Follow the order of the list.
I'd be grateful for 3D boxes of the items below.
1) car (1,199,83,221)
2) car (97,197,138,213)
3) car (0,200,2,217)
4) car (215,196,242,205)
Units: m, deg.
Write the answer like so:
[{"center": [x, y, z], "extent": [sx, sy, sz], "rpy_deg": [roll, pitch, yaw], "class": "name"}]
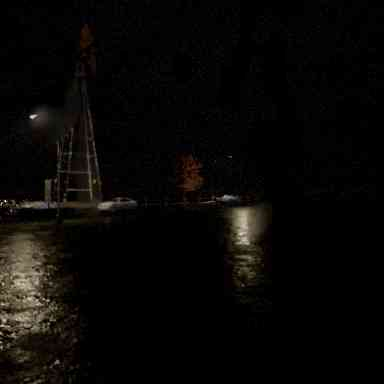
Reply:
[{"center": [-11.257, 1.404, 25.727], "extent": [2.033, 1.411, 5.357], "rpy_deg": [1, 1, 41], "class": "car"}, {"center": [-7.697, 1.305, 34.863], "extent": [1.812, 1.442, 4.674], "rpy_deg": [1, 1, 37], "class": "car"}, {"center": [-14.457, 1.320, 26.033], "extent": [1.837, 1.490, 4.892], "rpy_deg": [1, 1, 39], "class": "car"}, {"center": [5.800, 1.260, 52.121], "extent": [2.033, 1.411, 5.357], "rpy_deg": [1, 1, 39], "class": "car"}]
